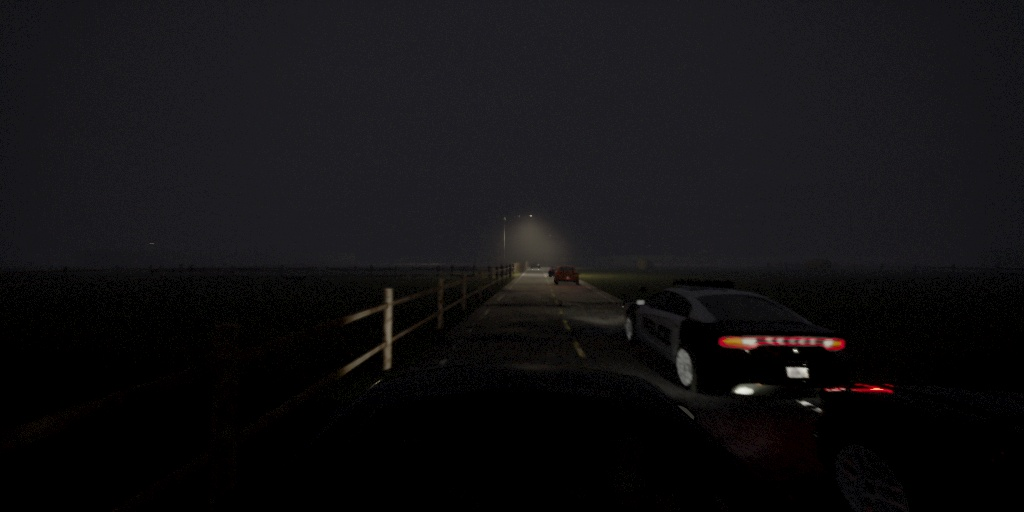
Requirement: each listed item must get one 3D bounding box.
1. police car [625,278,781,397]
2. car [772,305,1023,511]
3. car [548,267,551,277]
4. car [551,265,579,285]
[{"bbox_3d":[3.647,1.263,7.033,1.930,1.638,5.238,1,0,2],"label":"police car"},{"bbox_3d":[3.523,1.265,1.014,1.882,1.535,5.008,1,0,0],"label":"car"},{"bbox_3d":[5.208,1.696,41.402,1.994,1.385,4.181,1,0,5],"label":"car"},{"bbox_3d":[4.400,1.505,29.443,1.882,1.535,5.008,1,0,5],"label":"car"}]
